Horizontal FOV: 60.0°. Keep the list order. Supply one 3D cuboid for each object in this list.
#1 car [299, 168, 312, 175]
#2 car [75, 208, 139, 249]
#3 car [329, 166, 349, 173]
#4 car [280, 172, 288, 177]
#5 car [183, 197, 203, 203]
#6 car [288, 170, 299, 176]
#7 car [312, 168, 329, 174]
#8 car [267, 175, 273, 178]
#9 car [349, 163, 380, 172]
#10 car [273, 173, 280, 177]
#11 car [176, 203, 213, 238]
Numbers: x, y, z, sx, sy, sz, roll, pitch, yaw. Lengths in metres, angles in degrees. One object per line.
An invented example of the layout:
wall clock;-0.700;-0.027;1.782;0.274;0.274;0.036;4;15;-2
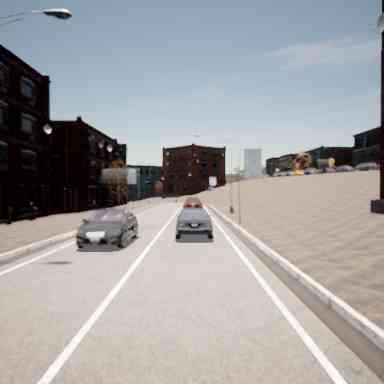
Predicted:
car;22.939;-3.796;63.546;2.185;1.767;4.553;0;1;-5
car;-3.534;1.488;14.613;2.128;1.511;4.902;0;0;1
car;24.257;-3.426;52.382;2.002;1.452;4.674;0;1;-7
car;22.123;-3.833;74.589;2.002;1.452;4.674;0;1;-2
car;0.115;1.342;36.461;2.097;1.767;4.553;0;0;0
car;22.473;-3.772;69.052;2.097;1.535;5.008;0;1;-4
car;23.557;-3.537;57.855;2.163;1.488;4.792;0;1;-6
car;21.765;-4.048;85.649;2.231;1.521;4.892;0;1;-1
car;25.060;-3.364;47.020;2.231;1.521;4.892;0;1;-9
car;21.892;-3.970;80.131;2.231;1.521;4.892;0;1;-1
car;0.102;1.543;17.594;2.033;1.411;5.357;0;0;0
